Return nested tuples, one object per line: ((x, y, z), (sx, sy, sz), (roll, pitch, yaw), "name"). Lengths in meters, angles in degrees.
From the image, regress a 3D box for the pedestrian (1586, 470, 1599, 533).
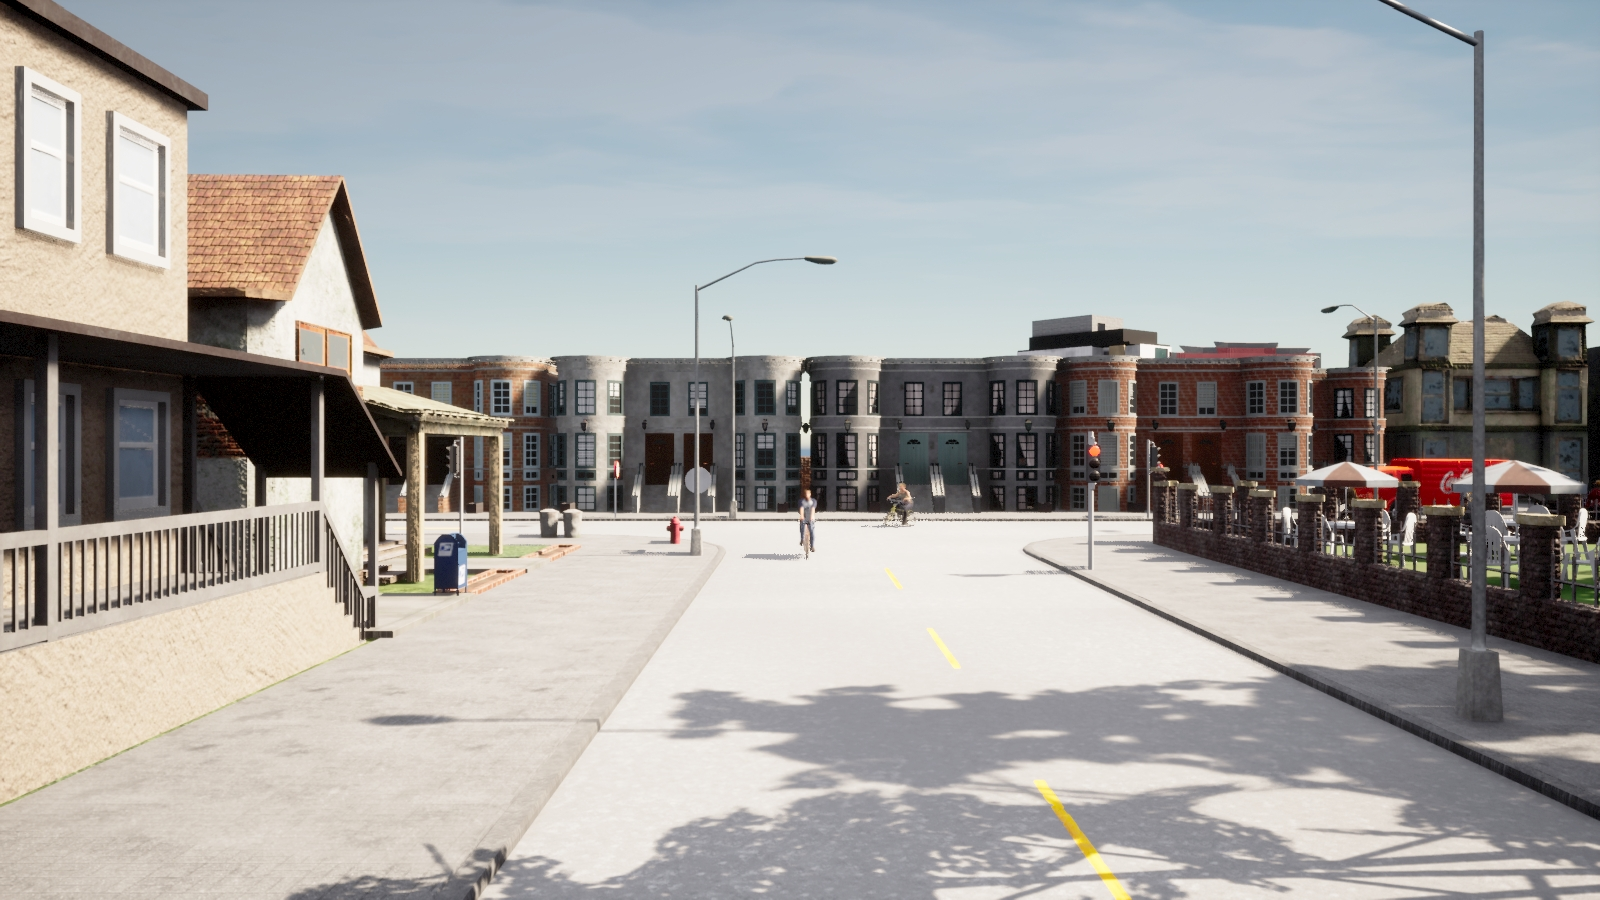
((23.673, 1.522, 33.958), (0.375, 1.860, 0.375), (0, 0, 0), "pedestrian")

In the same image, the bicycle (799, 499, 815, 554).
((0.184, 1.934, 29.238), (0.373, 1.296, 1.643), (0, 0, 2), "bicycle")

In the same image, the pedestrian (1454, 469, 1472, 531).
((20.027, 1.516, 34.511), (0.375, 1.860, 0.375), (0, 0, 9), "pedestrian")

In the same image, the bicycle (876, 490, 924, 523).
((3.603, 2.034, 41.146), (1.487, 1.080, 0.859), (0, 2, -36), "bicycle")

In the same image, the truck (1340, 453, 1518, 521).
((23.420, 1.343, 42.741), (5.204, 2.467, 2.627), (0, 0, 0), "truck")
